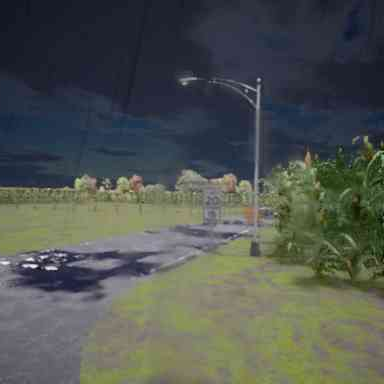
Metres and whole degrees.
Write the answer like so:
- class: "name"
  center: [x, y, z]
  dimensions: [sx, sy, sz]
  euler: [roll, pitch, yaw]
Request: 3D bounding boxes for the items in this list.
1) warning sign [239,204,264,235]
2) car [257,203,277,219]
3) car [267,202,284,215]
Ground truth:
- class: "warning sign"
  center: [3.748, 1.690, 20.918]
  dimensions: [1.300, 1.860, 1.060]
  euler: [1, -1, 20]
- class: "car"
  center: [9.484, 2.618, 43.162]
  dimensions: [1.882, 1.535, 5.008]
  euler: [1, -1, 20]
- class: "car"
  center: [13.968, 2.703, 55.241]
  dimensions: [2.150, 2.045, 5.566]
  euler: [1, -1, 20]
